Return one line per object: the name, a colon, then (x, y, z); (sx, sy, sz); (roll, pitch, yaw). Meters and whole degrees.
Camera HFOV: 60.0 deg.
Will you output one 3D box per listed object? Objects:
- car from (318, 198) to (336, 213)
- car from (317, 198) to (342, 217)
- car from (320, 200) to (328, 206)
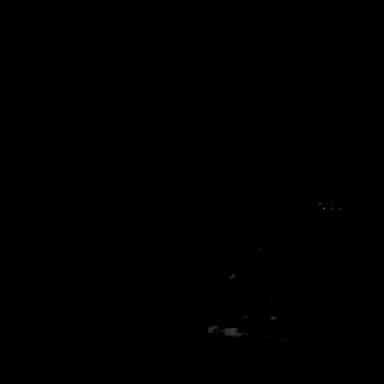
car: (19.099, 1.862, 47.369); (2.150, 2.045, 5.566); (-1, -1, 20)
car: (15.701, 1.857, 37.743); (2.097, 1.767, 4.553); (-1, -1, 19)
car: (32.523, 2.620, 81.946); (1.812, 1.442, 4.674); (-1, -1, 20)
